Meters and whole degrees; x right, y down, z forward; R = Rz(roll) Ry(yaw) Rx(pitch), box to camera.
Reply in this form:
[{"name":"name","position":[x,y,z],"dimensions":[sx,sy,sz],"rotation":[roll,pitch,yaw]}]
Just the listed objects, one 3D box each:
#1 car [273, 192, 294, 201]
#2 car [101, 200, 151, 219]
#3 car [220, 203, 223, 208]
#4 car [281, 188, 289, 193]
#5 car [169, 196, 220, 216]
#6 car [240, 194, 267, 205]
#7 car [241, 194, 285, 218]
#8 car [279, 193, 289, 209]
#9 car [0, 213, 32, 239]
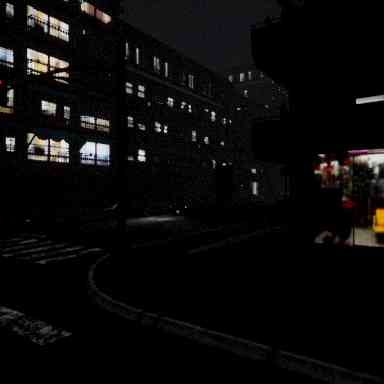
[{"name":"car","position":[14.710,0.719,53.210],"dimensions":[1.947,1.339,4.313],"rotation":[1,1,35]},{"name":"car","position":[-4.966,1.263,25.524],"dimensions":[1.947,1.339,4.313],"rotation":[1,1,35]},{"name":"car","position":[1.664,1.081,34.707],"dimensions":[1.947,1.339,4.313],"rotation":[1,1,35]},{"name":"car","position":[14.441,0.437,48.199],"dimensions":[2.150,2.045,5.566],"rotation":[0,0,35]},{"name":"car","position":[0.140,1.207,28.067],"dimensions":[1.895,1.301,4.718],"rotation":[0,1,35]},{"name":"car","position":[8.187,0.916,43.957],"dimensions":[1.802,1.307,4.206],"rotation":[1,1,35]},{"name":"car","position":[5.289,1.118,25.173],"dimensions":[1.887,1.381,4.507],"rotation":[1,1,35]},{"name":"car","position":[8.492,1.064,29.841],"dimensions":[1.802,1.307,4.206],"rotation":[1,1,35]},{"name":"car","position":[-10.159,1.468,14.777],"dimensions":[5.357,1.411,2.033],"rotation":[-3,2,-43]}]
